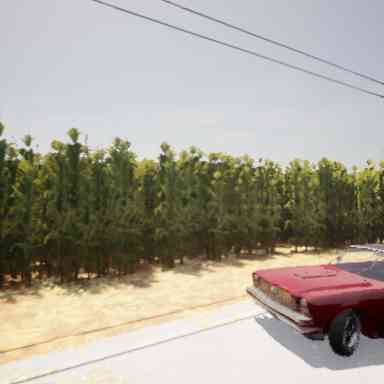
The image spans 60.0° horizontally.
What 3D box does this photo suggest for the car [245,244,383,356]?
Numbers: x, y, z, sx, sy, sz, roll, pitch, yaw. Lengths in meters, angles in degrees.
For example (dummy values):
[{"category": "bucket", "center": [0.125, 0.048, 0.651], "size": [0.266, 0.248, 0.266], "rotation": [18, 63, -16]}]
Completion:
[{"category": "car", "center": [3.404, 1.645, 5.882], "size": [4.718, 1.301, 1.895], "rotation": [0, 0, -16]}]
